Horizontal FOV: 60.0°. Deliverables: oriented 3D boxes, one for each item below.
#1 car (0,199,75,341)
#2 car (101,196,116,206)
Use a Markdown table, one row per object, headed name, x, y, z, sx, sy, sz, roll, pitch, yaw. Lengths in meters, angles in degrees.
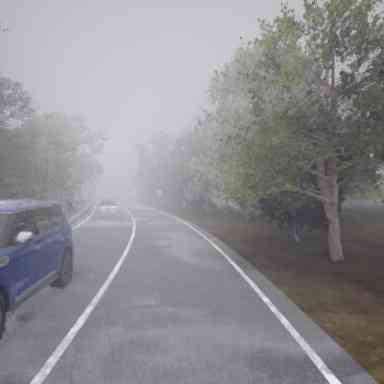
| name | x | y | z | sx | sy | sz | roll | pitch | yaw |
| --- | --- | --- | --- | --- | --- | --- | --- | --- | --- |
| car | -3.875 | 1.198 | 6.159 | 2.150 | 2.045 | 5.566 | 0 | 0 | -4 |
| car | -11.899 | 1.290 | 47.515 | 1.994 | 1.385 | 4.181 | 1 | 0 | -15 |
